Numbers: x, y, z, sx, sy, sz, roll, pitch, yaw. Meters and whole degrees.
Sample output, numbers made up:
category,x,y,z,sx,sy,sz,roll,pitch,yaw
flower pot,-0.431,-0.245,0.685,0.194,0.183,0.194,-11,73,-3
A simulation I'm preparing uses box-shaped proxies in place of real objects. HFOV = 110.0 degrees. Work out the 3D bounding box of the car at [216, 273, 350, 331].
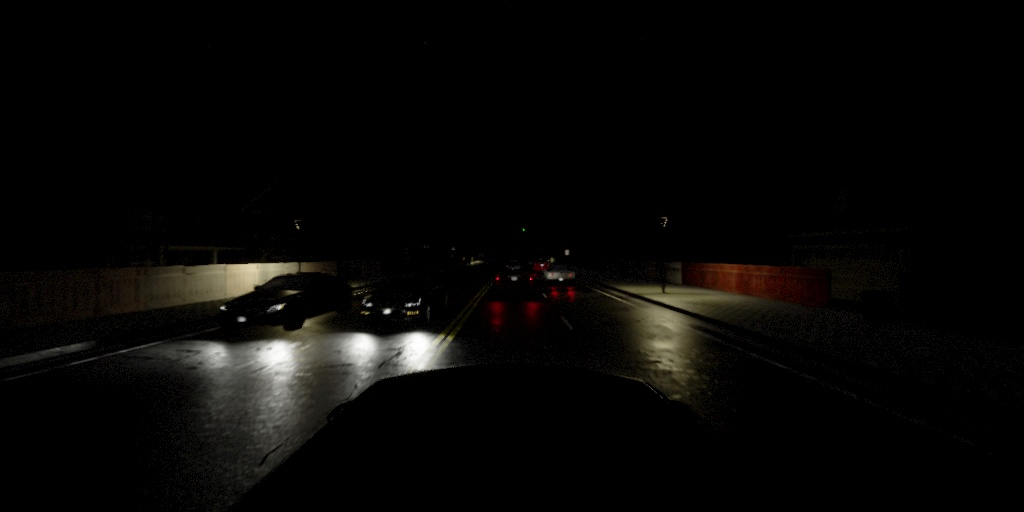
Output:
category,x,y,z,sx,sy,sz,roll,pitch,yaw
car,-6.595,1.266,11.074,1.812,1.442,4.674,0,0,0

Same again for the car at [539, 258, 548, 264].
category,x,y,z,sx,sy,sz,roll,pitch,yaw
car,3.350,1.057,41.889,2.097,1.767,4.553,0,0,0

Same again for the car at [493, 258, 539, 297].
category,x,y,z,sx,sy,sz,roll,pitch,yaw
car,0.106,1.084,19.044,2.097,1.767,4.553,0,0,0

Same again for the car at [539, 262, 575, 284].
category,x,y,z,sx,sy,sz,roll,pitch,yaw
car,3.359,1.324,26.742,1.895,1.301,4.718,0,0,0

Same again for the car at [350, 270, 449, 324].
category,x,y,z,sx,sy,sz,roll,pitch,yaw
car,-3.343,1.244,12.034,1.837,1.490,4.892,0,0,0

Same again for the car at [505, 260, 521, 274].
category,x,y,z,sx,sy,sz,roll,pitch,yaw
car,0.116,1.230,41.599,1.812,1.442,4.674,0,0,0
